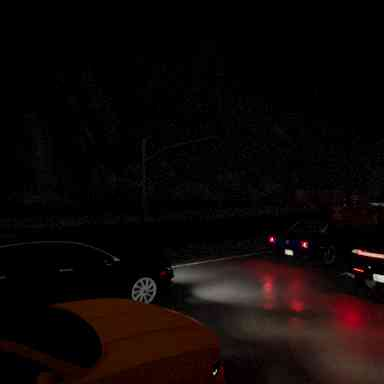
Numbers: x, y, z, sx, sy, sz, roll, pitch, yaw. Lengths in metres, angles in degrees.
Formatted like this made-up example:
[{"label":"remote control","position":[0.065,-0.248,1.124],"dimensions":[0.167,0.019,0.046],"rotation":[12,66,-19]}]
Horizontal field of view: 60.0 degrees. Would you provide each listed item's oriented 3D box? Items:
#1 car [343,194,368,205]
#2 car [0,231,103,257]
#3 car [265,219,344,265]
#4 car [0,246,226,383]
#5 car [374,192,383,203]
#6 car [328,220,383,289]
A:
[{"label":"car","position":[26.629,1.139,54.082],"dimensions":[4.553,1.767,2.097],"rotation":[-1,0,-36]},{"label":"car","position":[-2.620,1.504,6.176],"dimensions":[4.892,1.490,1.837],"rotation":[0,0,-36]},{"label":"car","position":[4.818,1.590,11.652],"dimensions":[4.718,1.301,1.895],"rotation":[0,0,-36]},{"label":"car","position":[-1.969,1.477,2.320],"dimensions":[5.008,1.535,1.882],"rotation":[0,0,-36]},{"label":"car","position":[35.258,0.955,60.369],"dimensions":[5.566,2.045,2.150],"rotation":[0,0,-36]},{"label":"car","position":[5.678,1.483,7.946],"dimensions":[4.902,1.511,2.128],"rotation":[0,0,-36]}]
